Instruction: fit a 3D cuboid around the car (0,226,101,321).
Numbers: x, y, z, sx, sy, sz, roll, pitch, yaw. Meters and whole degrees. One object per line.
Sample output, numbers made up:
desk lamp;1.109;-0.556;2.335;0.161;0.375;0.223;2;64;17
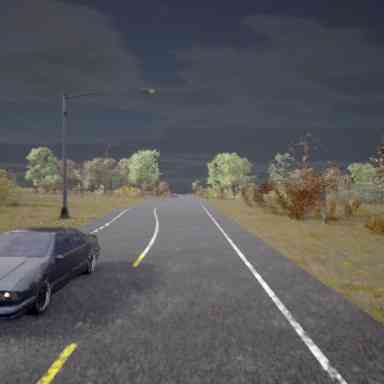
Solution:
car;-3.622;1.548;7.774;2.033;1.411;5.357;0;0;0
